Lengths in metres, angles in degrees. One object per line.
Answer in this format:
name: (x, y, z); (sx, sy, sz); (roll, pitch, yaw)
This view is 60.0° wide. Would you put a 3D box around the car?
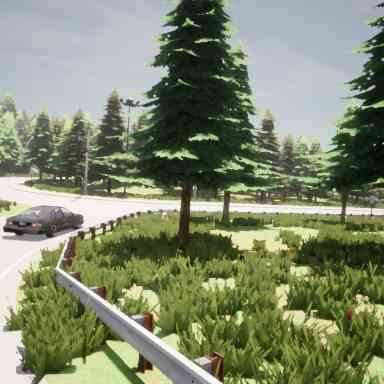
car: (-7.399, 1.412, 17.297); (2.033, 1.411, 5.357); (4, 1, 3)
